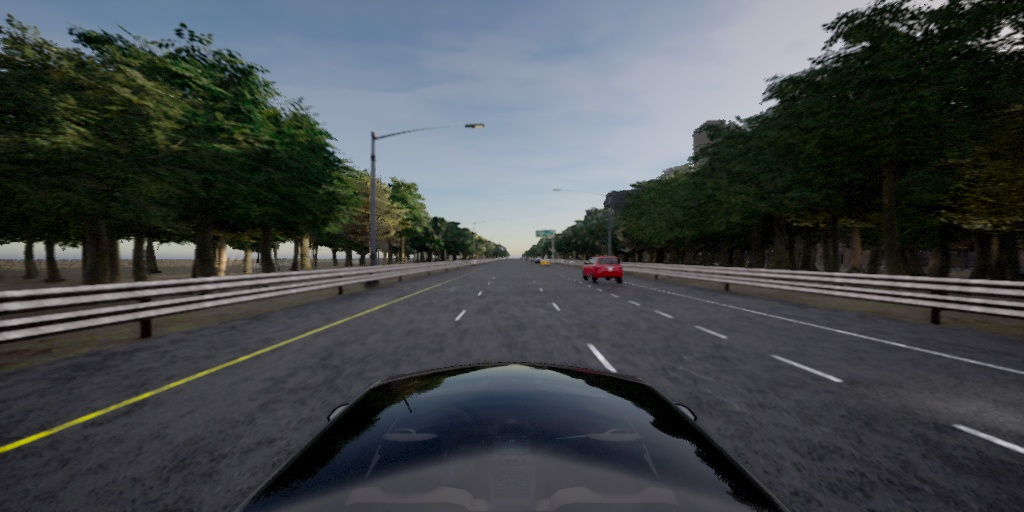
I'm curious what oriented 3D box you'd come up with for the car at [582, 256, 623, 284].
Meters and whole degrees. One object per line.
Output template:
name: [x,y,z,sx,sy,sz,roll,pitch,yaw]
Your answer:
car: [7.033,1.041,28.290,2.150,2.045,5.566,0,0,0]
